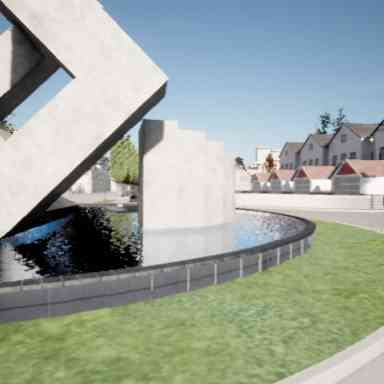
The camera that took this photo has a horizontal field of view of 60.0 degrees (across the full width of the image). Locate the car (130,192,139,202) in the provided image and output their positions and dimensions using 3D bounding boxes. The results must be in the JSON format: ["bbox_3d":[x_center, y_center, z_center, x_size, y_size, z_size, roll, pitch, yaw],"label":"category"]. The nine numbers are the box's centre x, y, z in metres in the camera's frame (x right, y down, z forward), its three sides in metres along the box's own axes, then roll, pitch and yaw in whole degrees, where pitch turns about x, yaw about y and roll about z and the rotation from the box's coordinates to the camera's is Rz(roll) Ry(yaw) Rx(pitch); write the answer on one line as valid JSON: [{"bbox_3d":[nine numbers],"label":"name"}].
[{"bbox_3d":[-8.561,0.746,51.869,1.882,1.535,5.008,0,1,-7],"label":"car"}]
